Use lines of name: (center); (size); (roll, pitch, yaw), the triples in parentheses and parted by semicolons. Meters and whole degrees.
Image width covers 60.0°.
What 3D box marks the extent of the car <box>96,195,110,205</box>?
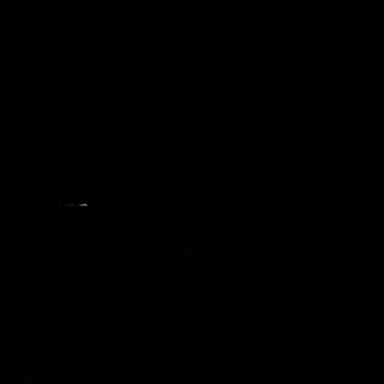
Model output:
car: (-14.641, 1.234, 52.167); (2.128, 1.511, 4.902); (0, 1, 12)
